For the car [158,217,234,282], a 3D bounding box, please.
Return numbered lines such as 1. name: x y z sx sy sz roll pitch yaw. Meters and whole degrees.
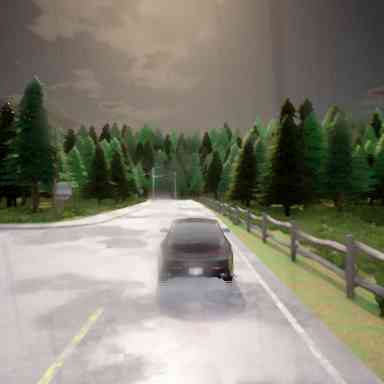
1. car: 0.092 1.499 9.722 1.837 1.490 4.892 0 0 0
